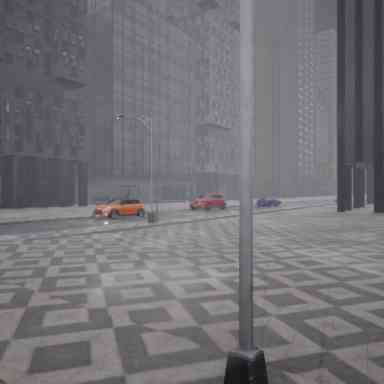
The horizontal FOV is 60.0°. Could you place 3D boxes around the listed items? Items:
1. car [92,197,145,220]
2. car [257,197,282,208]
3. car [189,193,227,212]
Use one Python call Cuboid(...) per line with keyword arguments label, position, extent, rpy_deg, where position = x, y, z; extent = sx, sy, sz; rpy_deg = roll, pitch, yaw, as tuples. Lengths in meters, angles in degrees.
Cuboid(label="car", position=(-6.162, 1.322, 28.087), extent=(2.097, 1.767, 4.553), rpy_deg=(0, 0, 36))
Cuboid(label="car", position=(10.709, 1.416, 45.748), extent=(1.882, 1.535, 5.008), rpy_deg=(0, 0, 36))
Cuboid(label="car", position=(1.995, 1.175, 39.231), extent=(2.150, 2.045, 5.566), rpy_deg=(0, 0, 36))
